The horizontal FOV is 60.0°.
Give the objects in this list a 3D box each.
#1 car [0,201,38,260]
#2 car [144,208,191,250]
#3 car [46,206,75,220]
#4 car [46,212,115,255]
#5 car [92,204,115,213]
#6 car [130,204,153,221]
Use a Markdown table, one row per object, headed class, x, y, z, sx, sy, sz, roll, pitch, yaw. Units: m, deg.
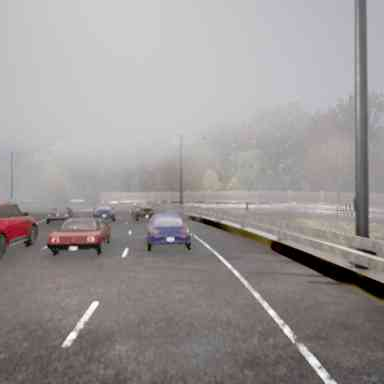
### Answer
| class | x | y | z | sx | sy | sz | roll | pitch | yaw |
| --- | --- | --- | --- | --- | --- | --- | --- | --- | --- |
| car | -7.915 | 1.371 | 13.007 | 2.150 | 2.045 | 5.566 | 0 | 0 | -8 |
| car | -1.166 | 1.686 | 15.175 | 1.812 | 1.442 | 4.674 | 0 | 0 | -8 |
| car | -10.958 | 1.852 | 27.869 | 2.033 | 1.411 | 5.357 | 0 | -1 | -16 |
| car | -4.542 | 1.755 | 14.099 | 1.895 | 1.301 | 4.718 | 0 | -1 | -8 |
| car | -7.978 | 1.850 | 30.108 | 1.812 | 1.442 | 4.674 | 0 | 0 | -16 |
| car | -4.487 | 1.833 | 30.644 | 1.837 | 1.490 | 4.892 | 0 | 0 | -16 |
